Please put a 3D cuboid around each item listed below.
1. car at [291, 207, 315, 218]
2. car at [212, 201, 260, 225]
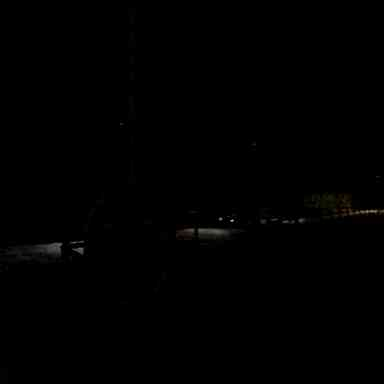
[{"bbox_3d":[13.754,2.545,41.630,1.895,1.301,4.718,0,-1,37],"label":"car"},{"bbox_3d":[3.893,1.812,28.383,2.150,2.045,5.566,0,-1,37],"label":"car"}]
